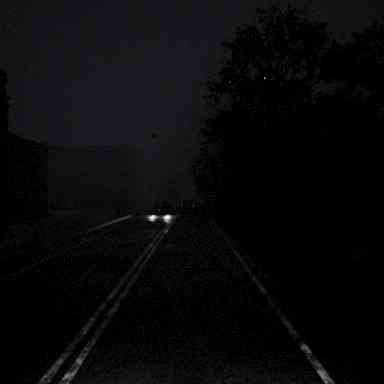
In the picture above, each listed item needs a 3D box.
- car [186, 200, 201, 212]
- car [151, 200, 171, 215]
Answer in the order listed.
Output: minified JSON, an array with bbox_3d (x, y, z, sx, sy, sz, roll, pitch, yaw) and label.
[{"bbox_3d":[0.205,1.732,42.044,2.033,1.411,5.357,0,0,1],"label":"car"},{"bbox_3d":[-3.268,1.650,35.773,1.837,1.490,4.892,0,-1,1],"label":"car"}]
